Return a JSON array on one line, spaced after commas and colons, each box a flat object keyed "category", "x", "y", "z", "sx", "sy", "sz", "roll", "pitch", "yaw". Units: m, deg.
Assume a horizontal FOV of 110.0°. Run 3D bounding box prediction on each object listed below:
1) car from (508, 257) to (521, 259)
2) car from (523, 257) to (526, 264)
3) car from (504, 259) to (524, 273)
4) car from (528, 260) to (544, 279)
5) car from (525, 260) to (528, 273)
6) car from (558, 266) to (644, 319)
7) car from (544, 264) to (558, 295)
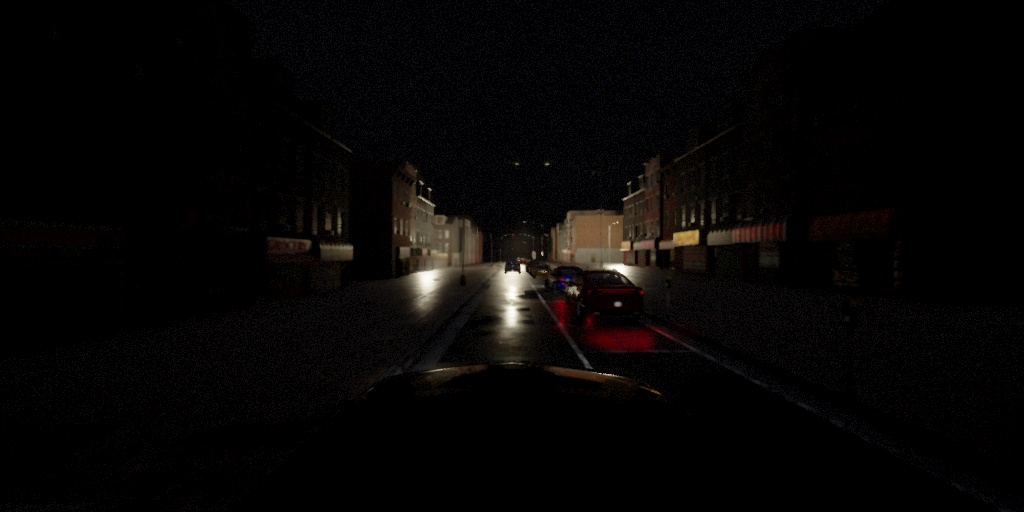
[{"category": "car", "x": -0.018, "y": 1.124, "z": 56.118, "sx": 2.097, "sy": 1.767, "sz": 4.553, "roll": 0, "pitch": 0, "yaw": 0}, {"category": "car", "x": 2.633, "y": 1.185, "z": 42.989, "sx": 1.967, "sy": 1.591, "sz": 4.097, "roll": 0, "pitch": 0, "yaw": 0}, {"category": "car", "x": 0.091, "y": 1.345, "z": 42.178, "sx": 1.895, "sy": 1.301, "sz": 4.718, "roll": 0, "pitch": 0, "yaw": 0}, {"category": "car", "x": 2.634, "y": 1.260, "z": 32.226, "sx": 1.751, "sy": 1.417, "sz": 4.829, "roll": 0, "pitch": 0, "yaw": 0}, {"category": "car", "x": 2.634, "y": 1.321, "z": 37.523, "sx": 1.802, "sy": 1.307, "sz": 4.207, "roll": 0, "pitch": 0, "yaw": 0}, {"category": "car", "x": 3.014, "y": 1.214, "z": 12.692, "sx": 1.882, "sy": 1.535, "sz": 5.008, "roll": 0, "pitch": 0, "yaw": 0}, {"category": "car", "x": 3.022, "y": 1.258, "z": 19.692, "sx": 1.812, "sy": 1.442, "sz": 4.674, "roll": 0, "pitch": 0, "yaw": 0}]
